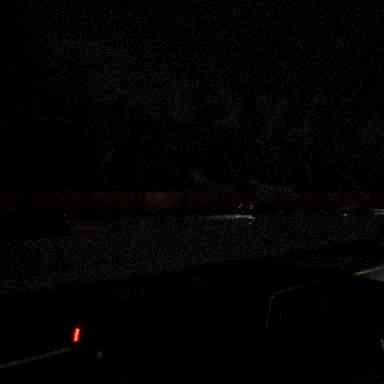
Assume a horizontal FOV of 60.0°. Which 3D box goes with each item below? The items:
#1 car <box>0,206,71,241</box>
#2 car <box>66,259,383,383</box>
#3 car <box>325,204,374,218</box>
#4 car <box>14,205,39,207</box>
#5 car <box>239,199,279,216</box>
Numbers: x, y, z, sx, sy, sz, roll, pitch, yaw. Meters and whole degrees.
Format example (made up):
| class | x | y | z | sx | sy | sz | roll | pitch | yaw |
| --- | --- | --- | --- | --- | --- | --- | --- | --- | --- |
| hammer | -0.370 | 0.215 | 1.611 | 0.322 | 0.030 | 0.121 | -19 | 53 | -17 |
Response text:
| class | x | y | z | sx | sy | sz | roll | pitch | yaw |
| --- | --- | --- | --- | --- | --- | --- | --- | --- | --- |
| car | -7.920 | 1.575 | 15.536 | 4.181 | 1.385 | 1.994 | 0 | 0 | -35 |
| car | 0.989 | 1.617 | 4.445 | 4.718 | 1.301 | 1.895 | 0 | 0 | -35 |
| car | 12.203 | 1.644 | 25.556 | 4.674 | 1.442 | 1.812 | 1 | 0 | -35 |
| car | -9.597 | 1.517 | 18.638 | 4.892 | 1.490 | 1.837 | 0 | 0 | -35 |
| car | 7.007 | 1.475 | 34.743 | 4.553 | 1.767 | 2.097 | 0 | 0 | -35 |
